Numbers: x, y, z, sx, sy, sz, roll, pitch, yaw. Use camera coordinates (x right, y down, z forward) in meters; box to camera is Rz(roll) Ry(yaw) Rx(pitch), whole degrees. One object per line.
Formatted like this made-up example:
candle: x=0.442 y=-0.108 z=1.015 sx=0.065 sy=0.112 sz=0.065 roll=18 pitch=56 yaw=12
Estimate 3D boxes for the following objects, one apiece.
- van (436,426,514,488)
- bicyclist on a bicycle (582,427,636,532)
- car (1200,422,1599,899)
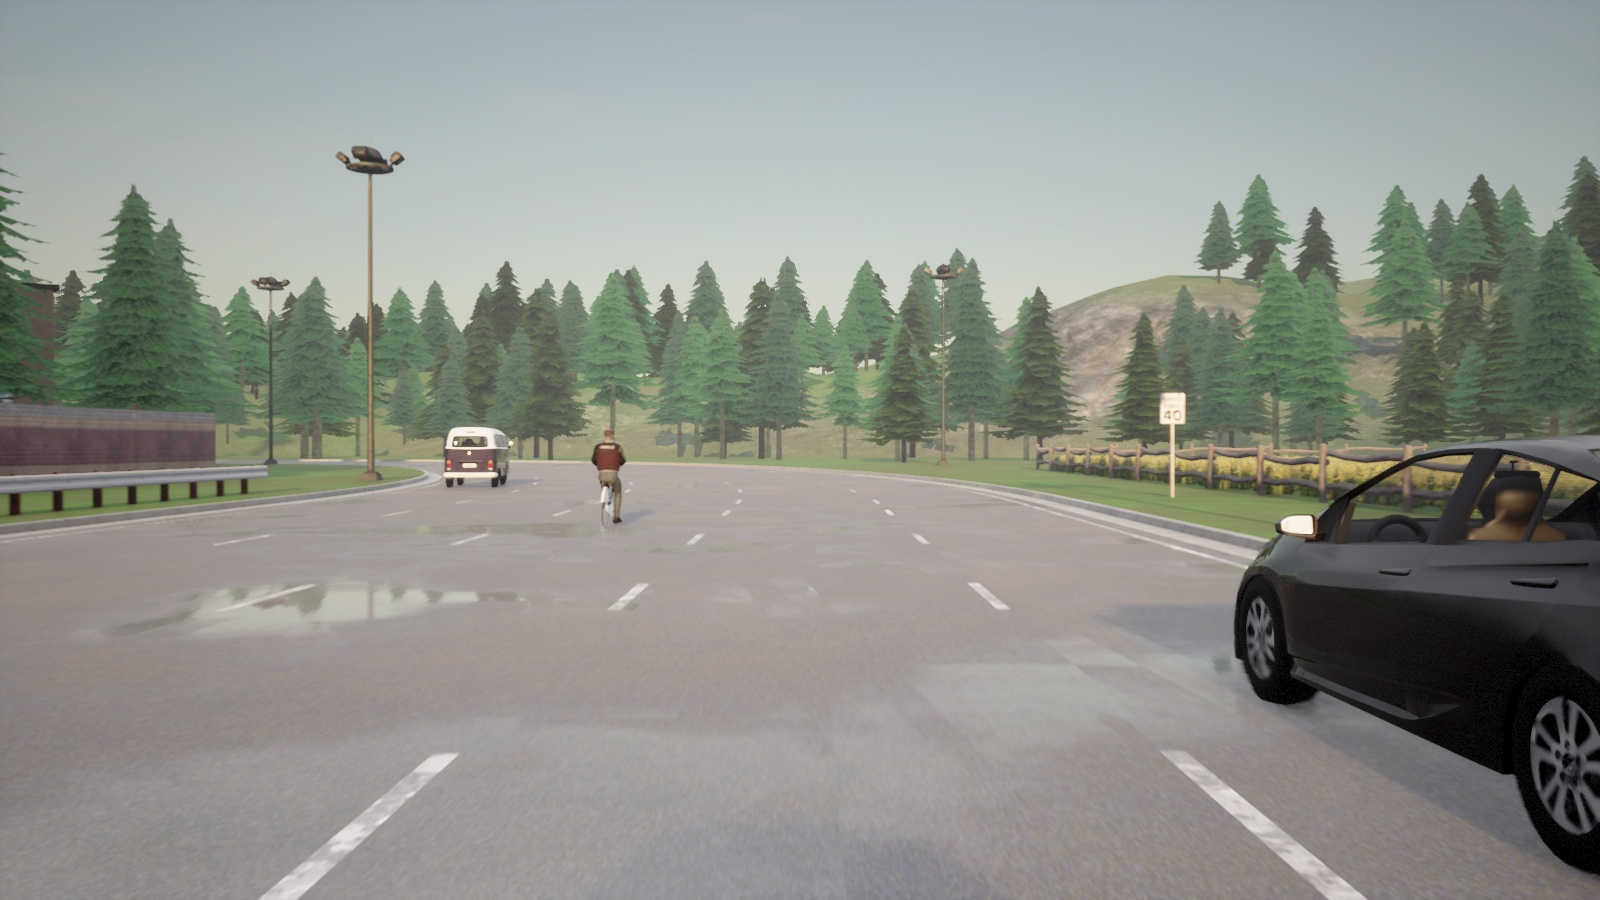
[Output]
van: x=-11.176 y=0.223 z=43.472 sx=2.069 sy=2.038 sz=4.480 roll=0 pitch=0 yaw=-7
bicyclist on a bicycle: x=-3.359 y=0.493 z=22.204 sx=0.659 sy=1.776 sz=1.843 roll=0 pitch=1 yaw=0
car: x=3.548 y=0.665 z=5.753 sx=2.007 sy=1.525 sz=4.514 roll=0 pitch=0 yaw=0
